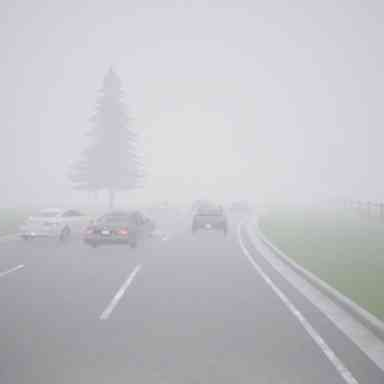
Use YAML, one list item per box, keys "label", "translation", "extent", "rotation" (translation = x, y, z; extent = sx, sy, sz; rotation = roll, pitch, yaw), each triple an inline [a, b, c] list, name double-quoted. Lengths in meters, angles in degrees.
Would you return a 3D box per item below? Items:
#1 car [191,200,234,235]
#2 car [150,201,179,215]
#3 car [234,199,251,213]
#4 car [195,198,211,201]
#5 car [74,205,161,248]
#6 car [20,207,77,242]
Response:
- label: "car"
  translation: [1.114, 1.444, 18.631]
  extent: [2.128, 1.511, 4.902]
  rotation: [0, 0, 7]
- label: "car"
  translation: [-2.851, 1.497, 32.883]
  extent: [1.895, 1.301, 4.718]
  rotation: [0, 0, 16]
- label: "car"
  translation: [5.157, 1.447, 35.457]
  extent: [1.812, 1.442, 4.674]
  rotation: [0, 0, 14]
- label: "car"
  translation: [1.297, 1.414, 34.469]
  extent: [1.837, 1.490, 4.892]
  rotation: [0, 0, 16]
- label: "car"
  translation: [-2.912, 1.495, 14.464]
  extent: [2.033, 1.411, 5.357]
  rotation: [0, 0, 4]
- label: "car"
  translation: [-6.245, 1.456, 15.843]
  extent: [1.812, 1.442, 4.674]
  rotation: [0, 0, 5]
